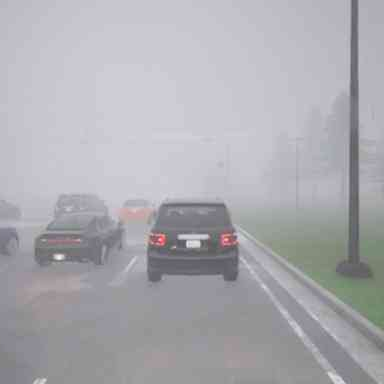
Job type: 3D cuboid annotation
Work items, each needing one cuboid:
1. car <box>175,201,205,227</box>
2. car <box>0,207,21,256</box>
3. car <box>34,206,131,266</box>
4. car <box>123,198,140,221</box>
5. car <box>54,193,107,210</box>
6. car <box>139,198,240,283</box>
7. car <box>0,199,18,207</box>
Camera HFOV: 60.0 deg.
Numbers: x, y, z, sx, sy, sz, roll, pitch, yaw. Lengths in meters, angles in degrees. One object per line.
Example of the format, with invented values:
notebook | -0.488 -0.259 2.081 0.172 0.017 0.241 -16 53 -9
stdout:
car | -0.135 1.395 22.623 1.812 1.442 4.674 0 0 0
car | -7.017 1.421 9.705 1.882 1.535 5.008 0 0 0
car | -3.527 1.440 11.209 1.837 1.490 4.892 0 1 0
car | -3.639 1.219 22.936 2.097 1.767 4.553 0 0 -1
car | -7.125 1.096 21.807 2.150 2.045 5.566 0 0 -1
car | 0.009 1.166 9.673 2.150 2.045 5.566 0 0 0
car | -14.148 1.214 23.648 2.097 1.767 4.553 0 0 -1
